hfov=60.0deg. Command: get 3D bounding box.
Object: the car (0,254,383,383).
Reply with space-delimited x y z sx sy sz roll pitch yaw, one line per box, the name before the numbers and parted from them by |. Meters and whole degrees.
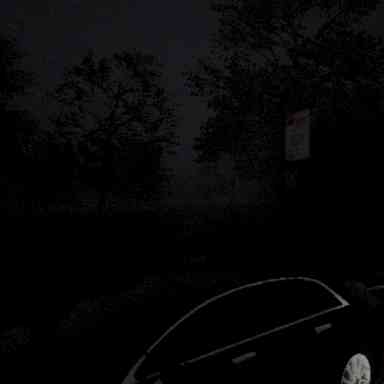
car | -0.012 1.499 3.340 4.892 1.490 1.837 0 0 -33
